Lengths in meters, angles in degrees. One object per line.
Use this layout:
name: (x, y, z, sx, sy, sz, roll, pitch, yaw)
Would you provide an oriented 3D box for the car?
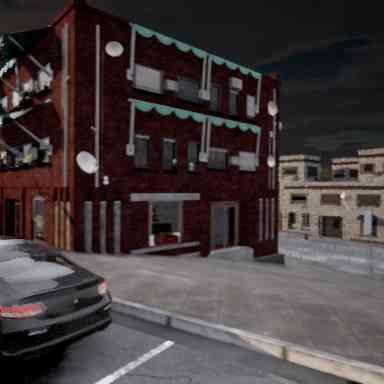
car: (-3.339, 1.525, 5.541, 4.674, 1.452, 2.002, 0, 0, 34)
